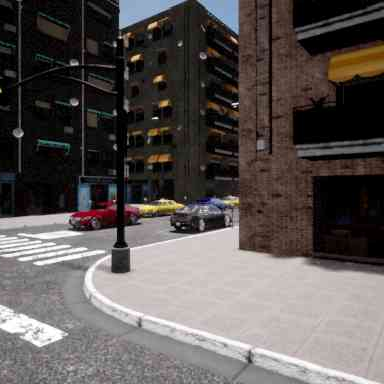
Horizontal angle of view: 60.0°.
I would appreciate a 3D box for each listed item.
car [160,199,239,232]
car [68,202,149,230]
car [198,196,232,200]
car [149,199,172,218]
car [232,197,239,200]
[{"bbox_3d":[0.591,1.333,18.305,2.008,1.369,4.403,1,1,36],"label":"car"},{"bbox_3d":[-5.011,1.342,19.788,1.812,1.442,4.674,0,1,36],"label":"car"},{"bbox_3d":[1.268,1.209,28.460,1.812,1.442,4.674,0,1,36],"label":"car"},{"bbox_3d":[-2.576,1.252,27.359,1.752,1.417,4.829,1,1,36],"label":"car"},{"bbox_3d":[4.082,1.111,36.540,1.752,1.417,4.829,1,1,36],"label":"car"}]
